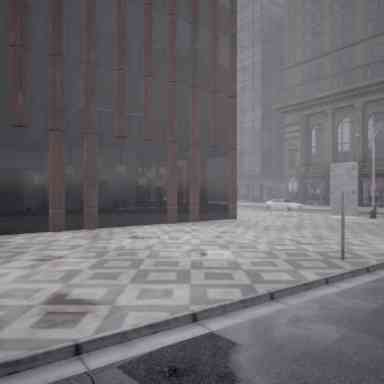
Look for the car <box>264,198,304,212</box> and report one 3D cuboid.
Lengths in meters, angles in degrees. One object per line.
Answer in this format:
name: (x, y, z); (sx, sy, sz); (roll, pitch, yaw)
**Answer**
car: (9.984, 1.448, 36.378); (1.812, 1.442, 4.674); (0, 0, -36)
